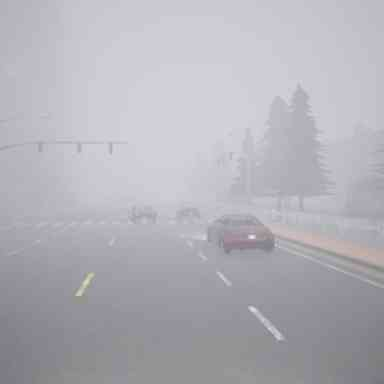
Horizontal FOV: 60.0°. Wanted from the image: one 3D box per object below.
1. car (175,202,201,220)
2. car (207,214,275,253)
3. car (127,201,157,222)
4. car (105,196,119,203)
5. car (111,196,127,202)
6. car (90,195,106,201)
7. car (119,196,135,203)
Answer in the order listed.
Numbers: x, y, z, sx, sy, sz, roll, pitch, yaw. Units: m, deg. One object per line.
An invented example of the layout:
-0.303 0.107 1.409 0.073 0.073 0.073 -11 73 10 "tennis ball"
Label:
-0.389 1.595 29.118 1.812 1.442 4.674 0 0 -8 "car"
1.874 1.582 13.862 1.994 1.385 4.181 0 0 -8 "car"
-4.170 1.694 27.200 1.895 1.301 4.718 0 0 -16 "car"
-18.406 1.833 76.555 1.812 1.442 4.674 0 0 -13 "car"
-20.372 1.860 92.482 4.892 1.490 1.837 -1 0 43 "car"
-25.076 1.485 91.873 5.008 1.535 1.882 -1 0 37 "car"
-15.682 1.651 79.403 2.097 1.767 4.553 0 0 -18 "car"
